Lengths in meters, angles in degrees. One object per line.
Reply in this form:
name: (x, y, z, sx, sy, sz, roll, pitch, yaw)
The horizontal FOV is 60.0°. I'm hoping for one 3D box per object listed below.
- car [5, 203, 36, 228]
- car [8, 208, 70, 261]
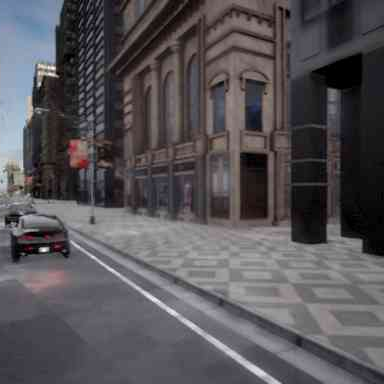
car: (-13.350, 1.607, 25.959, 2.097, 1.767, 4.553, 0, 0, -29)
car: (-6.003, 1.629, 12.978, 1.837, 1.490, 4.892, 0, 0, -29)
